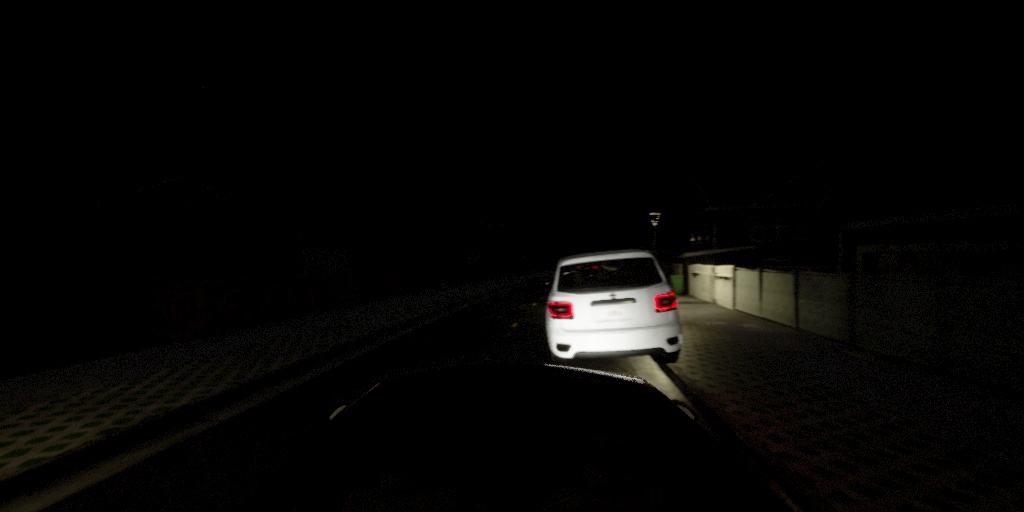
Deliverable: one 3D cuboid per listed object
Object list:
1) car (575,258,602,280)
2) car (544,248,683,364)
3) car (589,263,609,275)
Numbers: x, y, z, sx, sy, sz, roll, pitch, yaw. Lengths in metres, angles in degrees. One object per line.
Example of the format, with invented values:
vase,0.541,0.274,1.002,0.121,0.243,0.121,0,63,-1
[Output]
car,7.868,1.271,36.399,2.150,2.045,5.566,-1,-1,18
car,1.916,0.945,7.926,2.150,2.045,5.566,-6,-1,8
car,11.352,1.654,46.535,1.812,1.442,4.674,-1,-1,23
